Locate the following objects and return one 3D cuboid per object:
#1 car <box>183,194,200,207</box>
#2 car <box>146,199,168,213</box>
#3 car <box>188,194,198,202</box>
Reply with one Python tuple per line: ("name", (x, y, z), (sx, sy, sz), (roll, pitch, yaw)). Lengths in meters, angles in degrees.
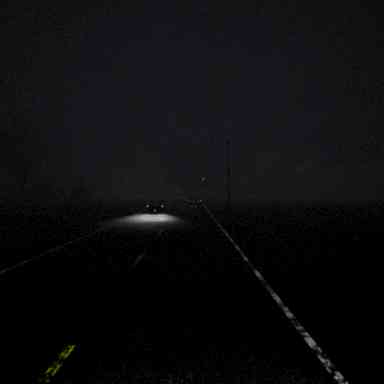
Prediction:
("car", (0.176, 1.313, 45.685), (2.033, 1.411, 5.357), (0, 0, 0))
("car", (-3.541, 1.427, 34.017), (1.895, 1.301, 4.718), (0, 0, 0))
("car", (0.214, 1.209, 68.448), (1.994, 1.385, 4.181), (0, 0, 0))
